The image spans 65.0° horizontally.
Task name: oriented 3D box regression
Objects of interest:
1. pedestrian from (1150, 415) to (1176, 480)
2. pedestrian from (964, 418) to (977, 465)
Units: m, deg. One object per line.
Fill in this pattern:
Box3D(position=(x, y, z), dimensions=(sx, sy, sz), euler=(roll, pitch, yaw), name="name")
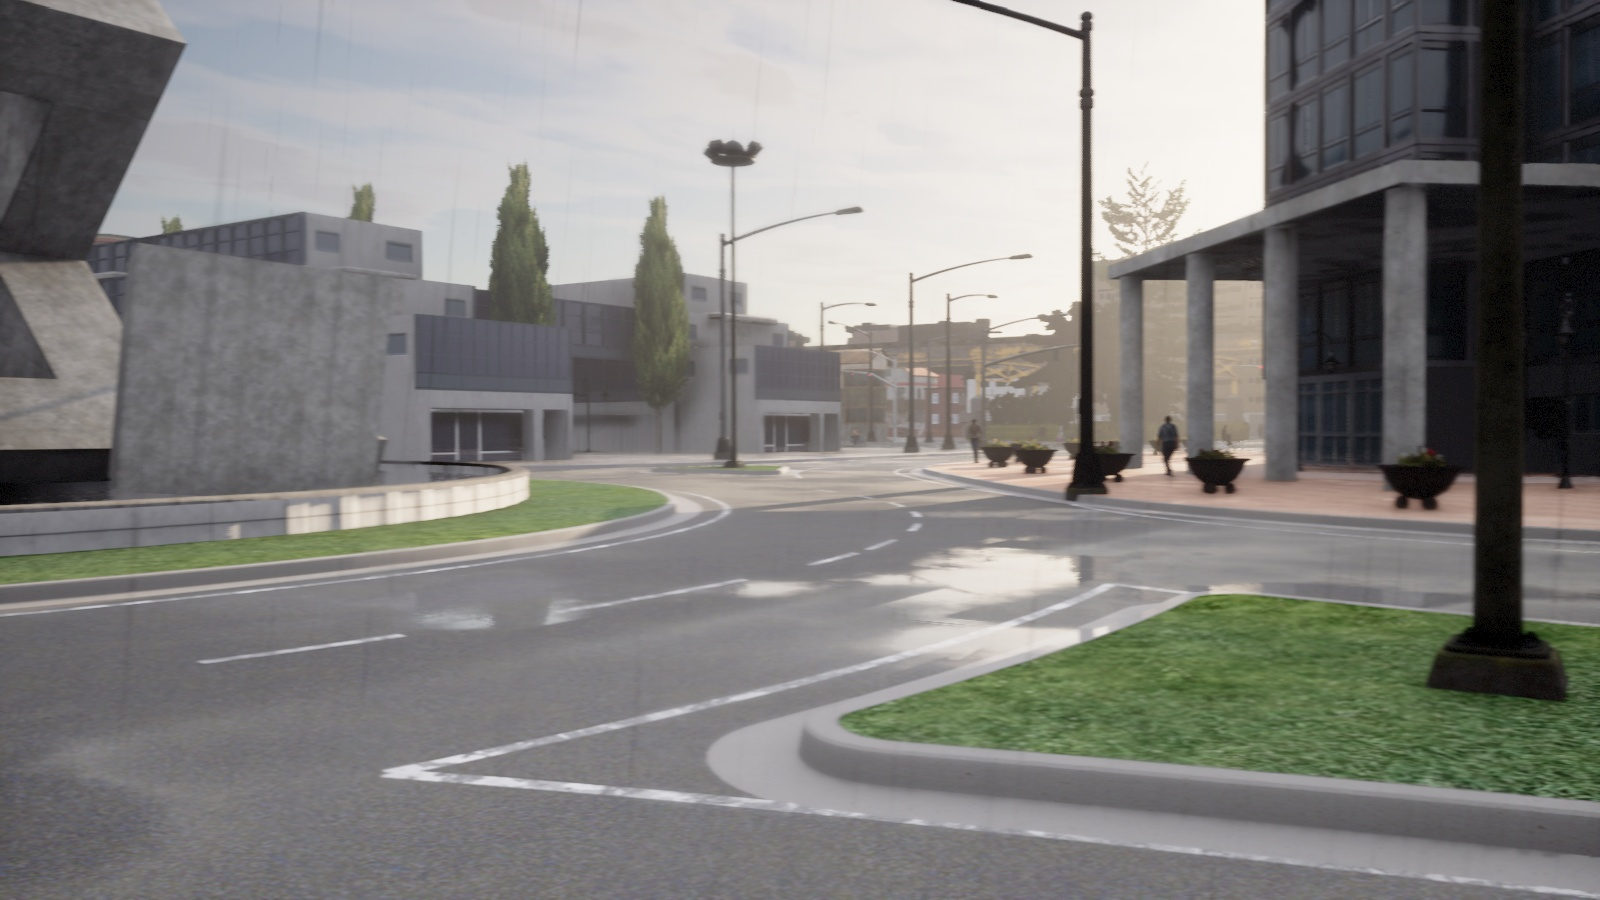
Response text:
Box3D(position=(10.424, -0.084, 36.082), dimensions=(0.540, 1.848, 0.694), euler=(0, 1, 0), name="pedestrian")
Box3D(position=(6.716, -0.338, 49.483), dimensions=(0.328, 1.805, 0.869), euler=(1, 1, 19), name="pedestrian")
